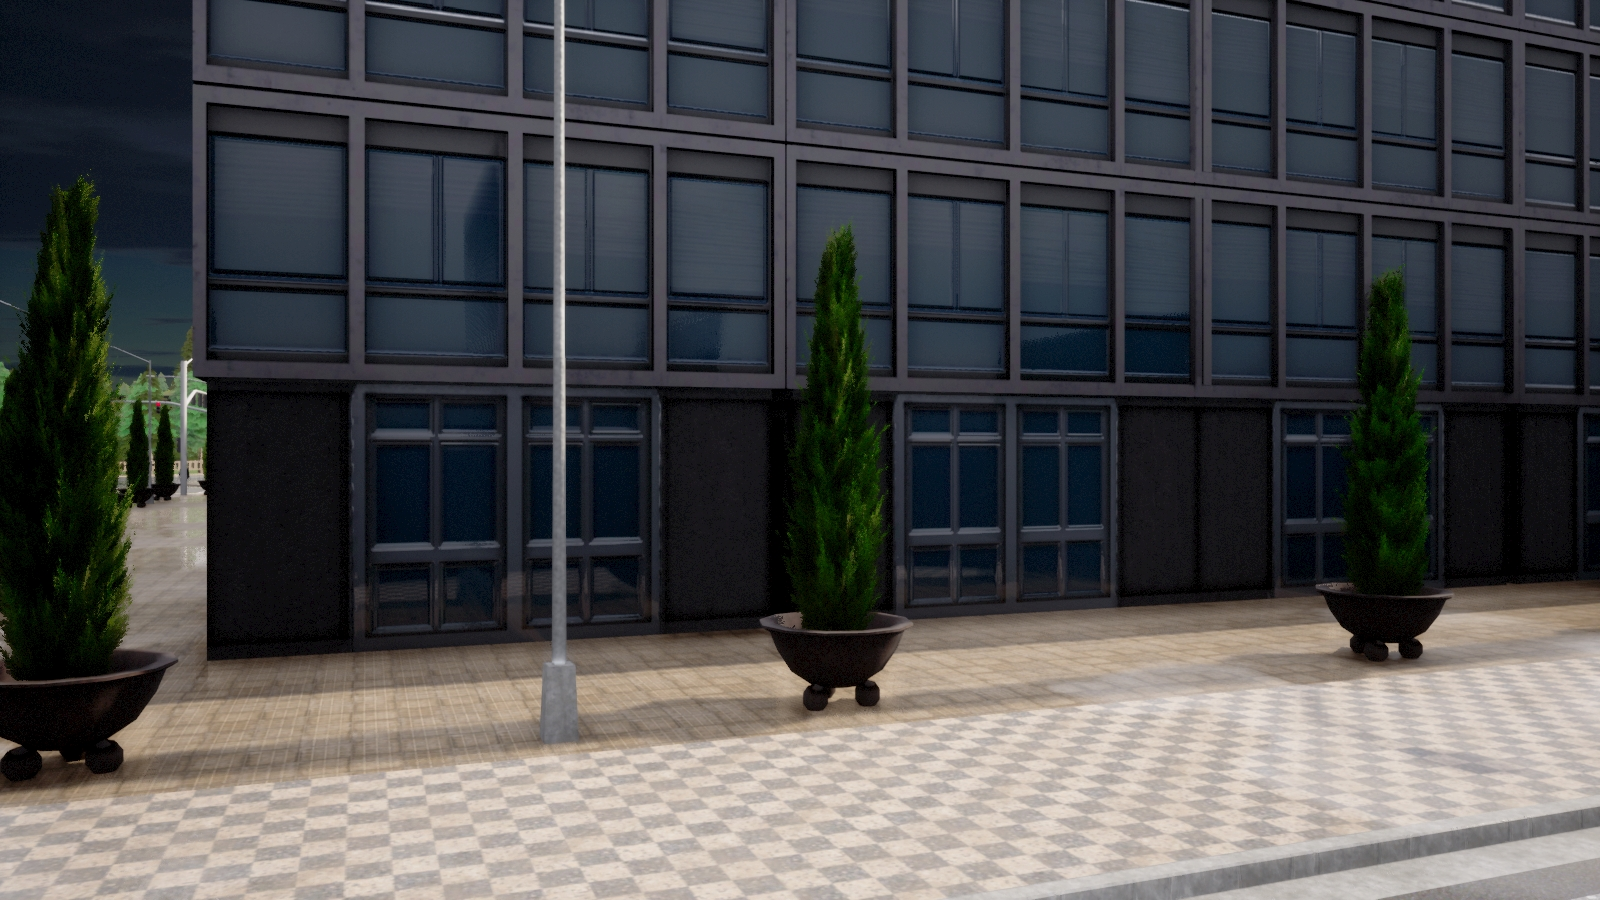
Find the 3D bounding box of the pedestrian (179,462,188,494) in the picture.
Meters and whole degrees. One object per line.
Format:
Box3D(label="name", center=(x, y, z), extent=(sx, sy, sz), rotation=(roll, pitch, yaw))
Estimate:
Box3D(label="pedestrian", center=(-36.665, 1.651, 67.930), extent=(0.375, 1.860, 0.375), rotation=(0, 0, -11))
